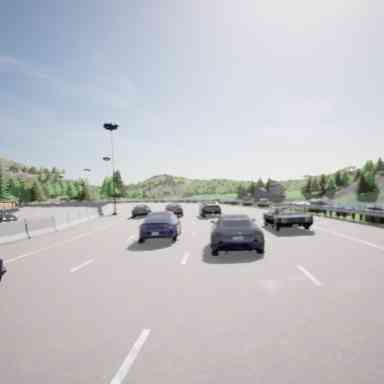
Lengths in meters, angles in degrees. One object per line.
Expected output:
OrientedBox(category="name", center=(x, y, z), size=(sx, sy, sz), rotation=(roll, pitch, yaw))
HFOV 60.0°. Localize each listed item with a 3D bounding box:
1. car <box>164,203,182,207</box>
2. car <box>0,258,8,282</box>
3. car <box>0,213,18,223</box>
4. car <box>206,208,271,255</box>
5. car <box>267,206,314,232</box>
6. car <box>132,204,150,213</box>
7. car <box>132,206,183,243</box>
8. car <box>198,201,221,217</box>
OrientedBox(category="car", center=(-2.025, 1.914, 36.055), size=(1.994, 1.385, 4.181), rotation=(-3, 0, -5))
OrientedBox(category="car", center=(-5.889, 1.932, 6.501), size=(1.895, 1.301, 4.718), rotation=(-3, 0, 6))
OrientedBox(category="car", center=(-15.815, 2.458, 26.689), size=(1.837, 1.490, 4.892), rotation=(-3, 0, -1))
OrientedBox(category="car", center=(1.710, 1.576, 13.529), size=(1.994, 1.385, 4.181), rotation=(-3, 0, 3))
OrientedBox(category="car", center=(5.402, 1.474, 19.390), size=(1.895, 1.301, 4.718), rotation=(-3, 0, 1))
OrientedBox(category="car", center=(-5.643, 2.097, 37.182), size=(1.994, 1.385, 4.181), rotation=(-3, 0, -5))
OrientedBox(category="car", center=(-1.604, 1.724, 17.294), size=(1.812, 1.442, 4.674), rotation=(-2, 0, 1))
OrientedBox(category="car", center=(1.728, 1.639, 33.063), size=(2.128, 1.511, 4.902), rotation=(-3, 0, -4))
